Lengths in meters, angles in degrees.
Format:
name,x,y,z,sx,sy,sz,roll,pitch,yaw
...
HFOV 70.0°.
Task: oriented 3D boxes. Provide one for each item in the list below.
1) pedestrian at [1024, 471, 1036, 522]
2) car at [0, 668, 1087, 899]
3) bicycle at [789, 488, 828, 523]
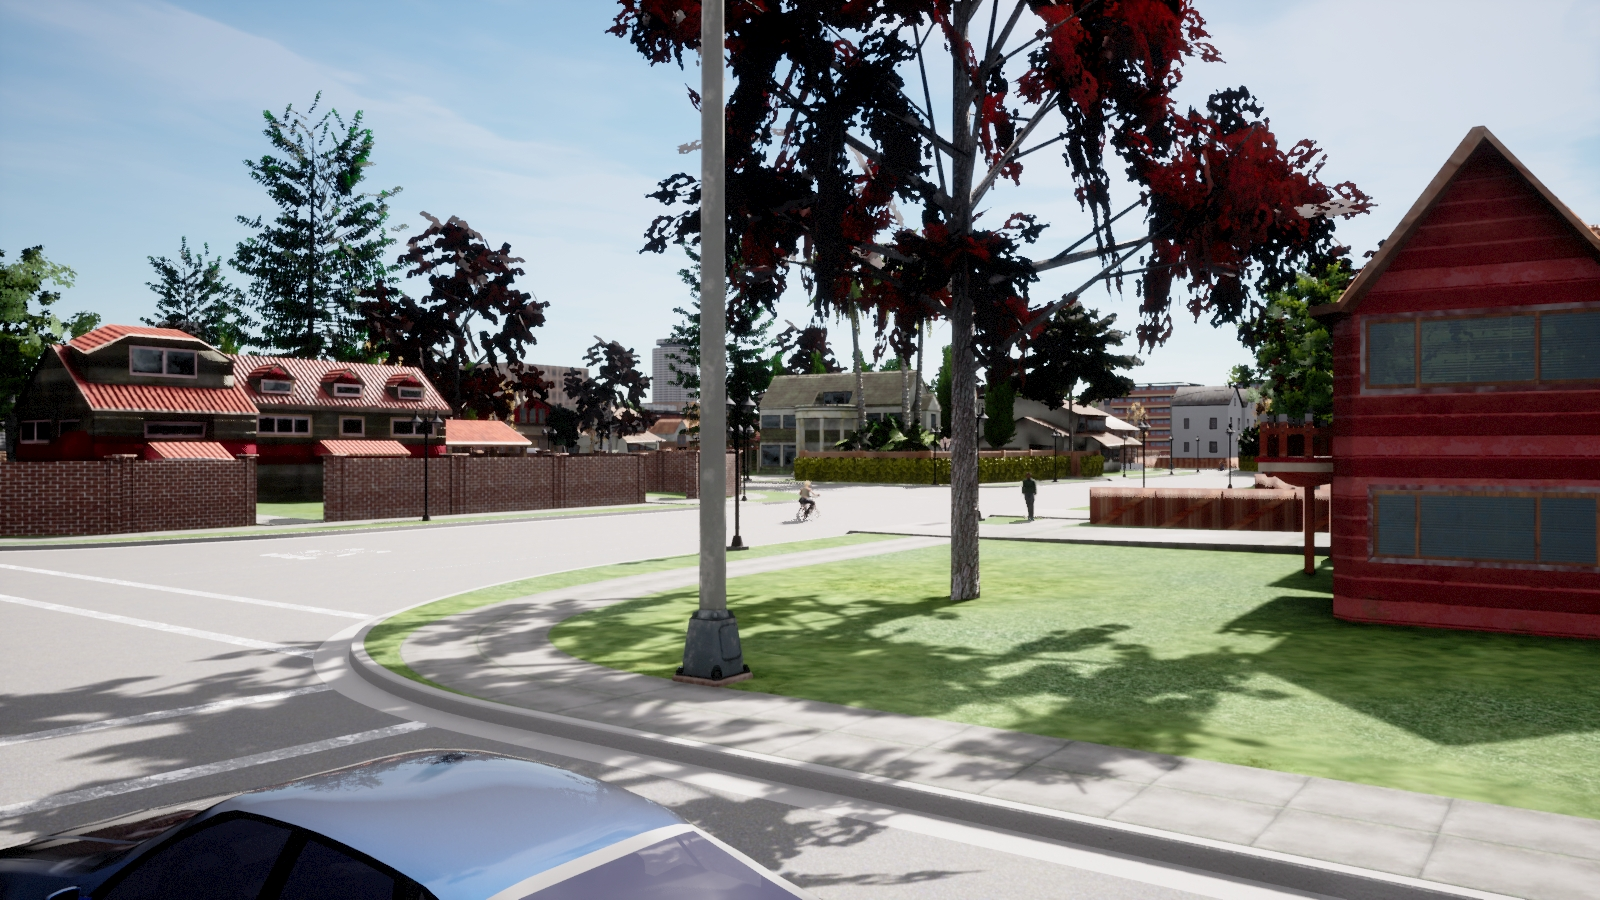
name,x,y,z,sx,sy,sz,roll,pitch,yaw
pedestrian,8.480,1.704,42.064,0.375,1.860,0.375,0,0,22
car,-1.713,2.106,4.943,5.357,1.411,2.033,0,0,36
bicycle,0.327,2.145,44.486,0.859,1.301,1.487,0,0,33
